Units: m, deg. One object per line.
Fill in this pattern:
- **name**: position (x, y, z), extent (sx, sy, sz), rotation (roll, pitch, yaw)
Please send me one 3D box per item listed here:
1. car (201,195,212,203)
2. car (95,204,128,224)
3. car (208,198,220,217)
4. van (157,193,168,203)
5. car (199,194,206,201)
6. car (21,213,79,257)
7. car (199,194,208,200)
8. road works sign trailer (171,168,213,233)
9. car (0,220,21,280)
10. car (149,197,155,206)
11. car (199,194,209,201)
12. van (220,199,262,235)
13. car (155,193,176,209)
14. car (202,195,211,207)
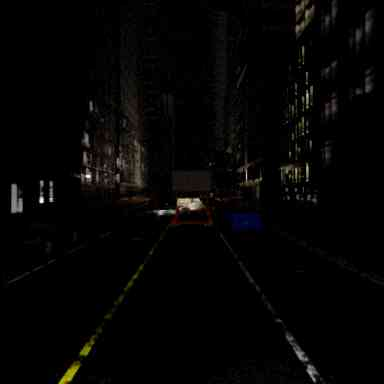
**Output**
- **car**: position (2.704, 1.386, 63.876), extent (2.008, 1.369, 4.403), rotation (0, 0, 0)
- **car**: position (-5.686, 1.526, 24.034), extent (1.802, 1.307, 4.206), rotation (0, 0, 0)
- **car**: position (2.696, 1.512, 29.721), extent (1.802, 1.307, 4.206), rotation (0, 0, 0)
- **van**: position (-5.676, 1.177, 63.881), extent (1.690, 1.788, 3.998), rotation (0, 0, 0)
- **car**: position (2.703, 1.406, 58.184), extent (2.008, 1.369, 4.403), rotation (0, 0, 0)
- **car**: position (-5.688, 1.522, 12.649), extent (2.008, 1.369, 4.403), rotation (0, 0, 0)
- **car**: position (2.708, 1.209, 80.953), extent (1.967, 1.590, 4.097), rotation (0, 0, 0)
- **road works sign trailer**: position (0.004, 0.419, 19.354), extent (2.380, 3.560, 2.880), rotation (0, 0, 0)
- **car**: position (-5.690, 1.425, 6.957), extent (1.967, 1.590, 4.097), rotation (0, 0, 0)
- **car**: position (-5.679, 1.424, 52.497), extent (2.008, 1.369, 4.403), rotation (0, 0, 0)
- **car**: position (2.707, 1.231, 75.261), extent (1.967, 1.590, 4.097), rotation (0, 0, 0)
- **van**: position (2.694, 1.298, 18.337), extent (1.690, 1.788, 3.998), rotation (0, 0, 0)
- **car**: position (-3.084, 1.119, 43.026), extent (2.150, 2.045, 5.566), rotation (0, 0, 0)
- **car**: position (2.700, 1.470, 46.799), extent (1.802, 1.307, 4.206), rotation (0, 0, 0)
